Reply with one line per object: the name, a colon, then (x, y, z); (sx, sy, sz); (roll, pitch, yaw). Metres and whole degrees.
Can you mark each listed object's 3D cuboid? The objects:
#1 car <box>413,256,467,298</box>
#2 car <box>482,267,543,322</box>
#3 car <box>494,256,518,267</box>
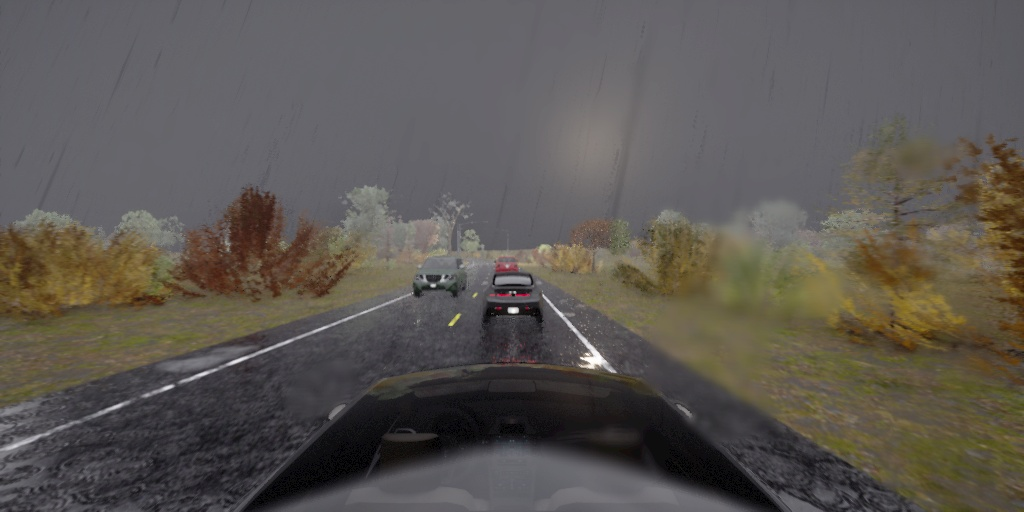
car: (-3.705, 1.017, 19.377); (2.150, 2.045, 5.566); (0, 0, -1)
car: (0.013, 1.283, 12.458); (1.837, 1.490, 4.892); (0, 0, -1)
car: (-0.554, 1.040, 35.097); (2.150, 2.045, 5.566); (0, 0, -3)
